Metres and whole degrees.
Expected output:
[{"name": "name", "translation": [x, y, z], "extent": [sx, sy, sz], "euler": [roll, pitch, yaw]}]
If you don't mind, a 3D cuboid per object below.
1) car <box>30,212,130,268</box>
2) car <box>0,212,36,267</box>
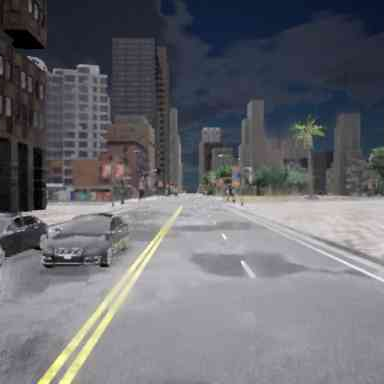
[{"name": "car", "translation": [-3.348, 1.509, 11.369], "extent": [1.837, 1.490, 4.892], "euler": [0, 0, 0]}, {"name": "car", "translation": [-6.598, 1.509, 11.355], "extent": [1.837, 1.490, 4.892], "euler": [0, 0, 0]}]
